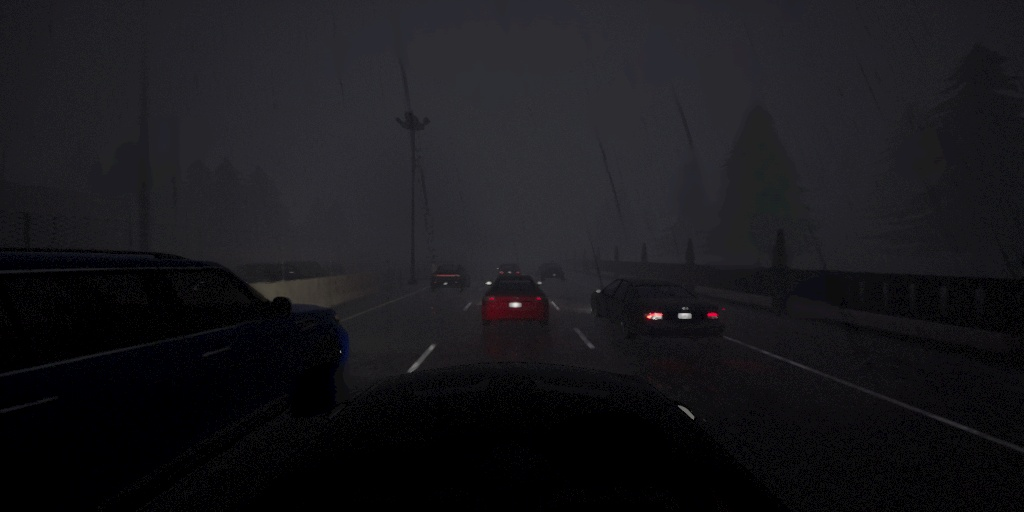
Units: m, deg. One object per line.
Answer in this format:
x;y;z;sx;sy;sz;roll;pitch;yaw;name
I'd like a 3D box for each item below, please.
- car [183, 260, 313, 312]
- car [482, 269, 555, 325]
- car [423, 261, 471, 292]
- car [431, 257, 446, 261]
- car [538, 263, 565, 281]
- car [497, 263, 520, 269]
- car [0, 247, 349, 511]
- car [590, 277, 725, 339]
-10.638;1.099;15.000;2.097;1.767;4.553;0;0;0;car
0.087;1.312;11.844;1.994;1.385;4.181;0;0;0;car
-3.533;1.238;21.205;2.128;1.511;4.902;0;0;-1;car
-11.667;1.287;60.734;2.033;1.411;5.357;0;0;-1;car
3.231;1.271;30.217;1.812;1.442;4.674;0;0;-1;car
-0.262;1.293;29.684;2.033;1.411;5.357;0;0;-2;car
-3.400;0.971;2.768;2.150;2.045;5.566;0;0;0;car
3.595;1.296;9.982;2.033;1.411;5.357;0;0;0;car
